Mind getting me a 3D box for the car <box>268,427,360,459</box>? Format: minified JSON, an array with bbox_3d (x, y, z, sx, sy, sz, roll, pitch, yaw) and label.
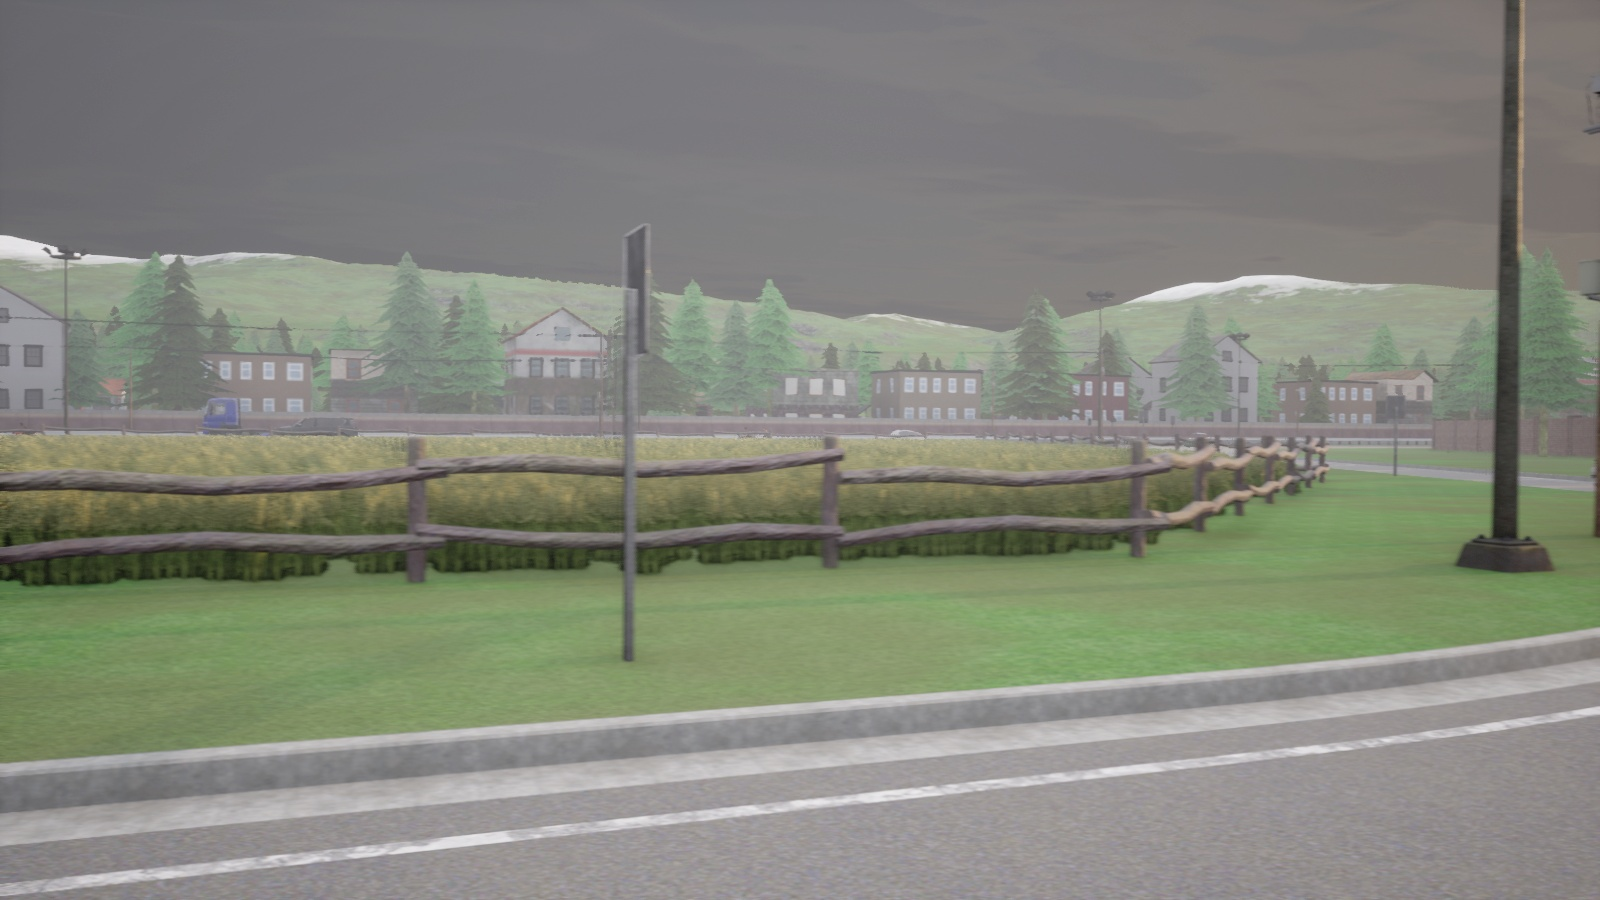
[{"bbox_3d":[-32.103,-0.487,83.002,5.566,2.045,2.150,-1,1,-20],"label":"car"}]
